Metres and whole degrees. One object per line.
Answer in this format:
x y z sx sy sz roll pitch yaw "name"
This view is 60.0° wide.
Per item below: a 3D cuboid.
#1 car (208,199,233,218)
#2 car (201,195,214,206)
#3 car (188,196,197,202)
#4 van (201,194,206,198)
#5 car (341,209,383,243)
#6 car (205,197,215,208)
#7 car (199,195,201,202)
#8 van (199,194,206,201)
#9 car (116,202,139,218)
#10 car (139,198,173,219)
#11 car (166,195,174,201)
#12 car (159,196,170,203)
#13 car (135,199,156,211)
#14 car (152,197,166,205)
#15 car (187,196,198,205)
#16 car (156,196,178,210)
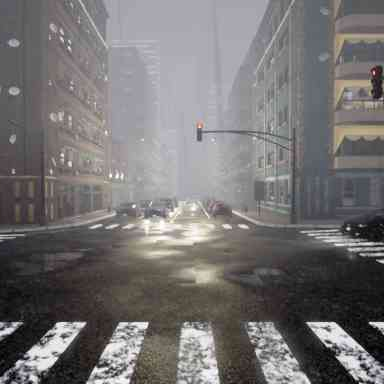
2.701 1.584 30.254 1.802 1.307 4.206 0 0 0 "car"
2.709 1.554 46.824 1.887 1.381 4.507 0 0 0 "car"
0.038 1.451 69.746 1.895 1.301 4.718 0 0 0 "car"
2.711 1.353 52.347 1.690 1.788 3.998 0 0 0 "van"
8.930 1.411 14.767 4.181 1.385 1.994 -1 0 -1 "car"
2.704 1.570 35.777 1.947 1.339 4.313 0 0 0 "car"
2.715 1.581 57.871 1.947 1.339 4.313 0 0 0 "car"
2.728 1.377 85.489 1.690 1.788 3.998 -1 0 0 "van"
-5.680 1.568 30.270 1.947 1.339 4.313 0 0 0 "car"
-3.085 1.549 29.776 2.033 1.411 5.357 0 0 0 "car"
-5.652 1.561 85.335 1.752 1.417 4.829 0 0 0 "car"
-5.660 1.604 68.935 1.802 1.307 4.206 0 0 0 "car"
-5.674 1.572 41.317 1.947 1.339 4.313 0 0 0 "car"
-5.666 1.560 57.888 1.887 1.381 4.507 0 0 0 "car"
0.032 1.542 59.711 1.812 1.442 4.674 0 0 0 "car"
-3.076 1.510 39.895 1.837 1.490 4.892 0 0 0 "car"
